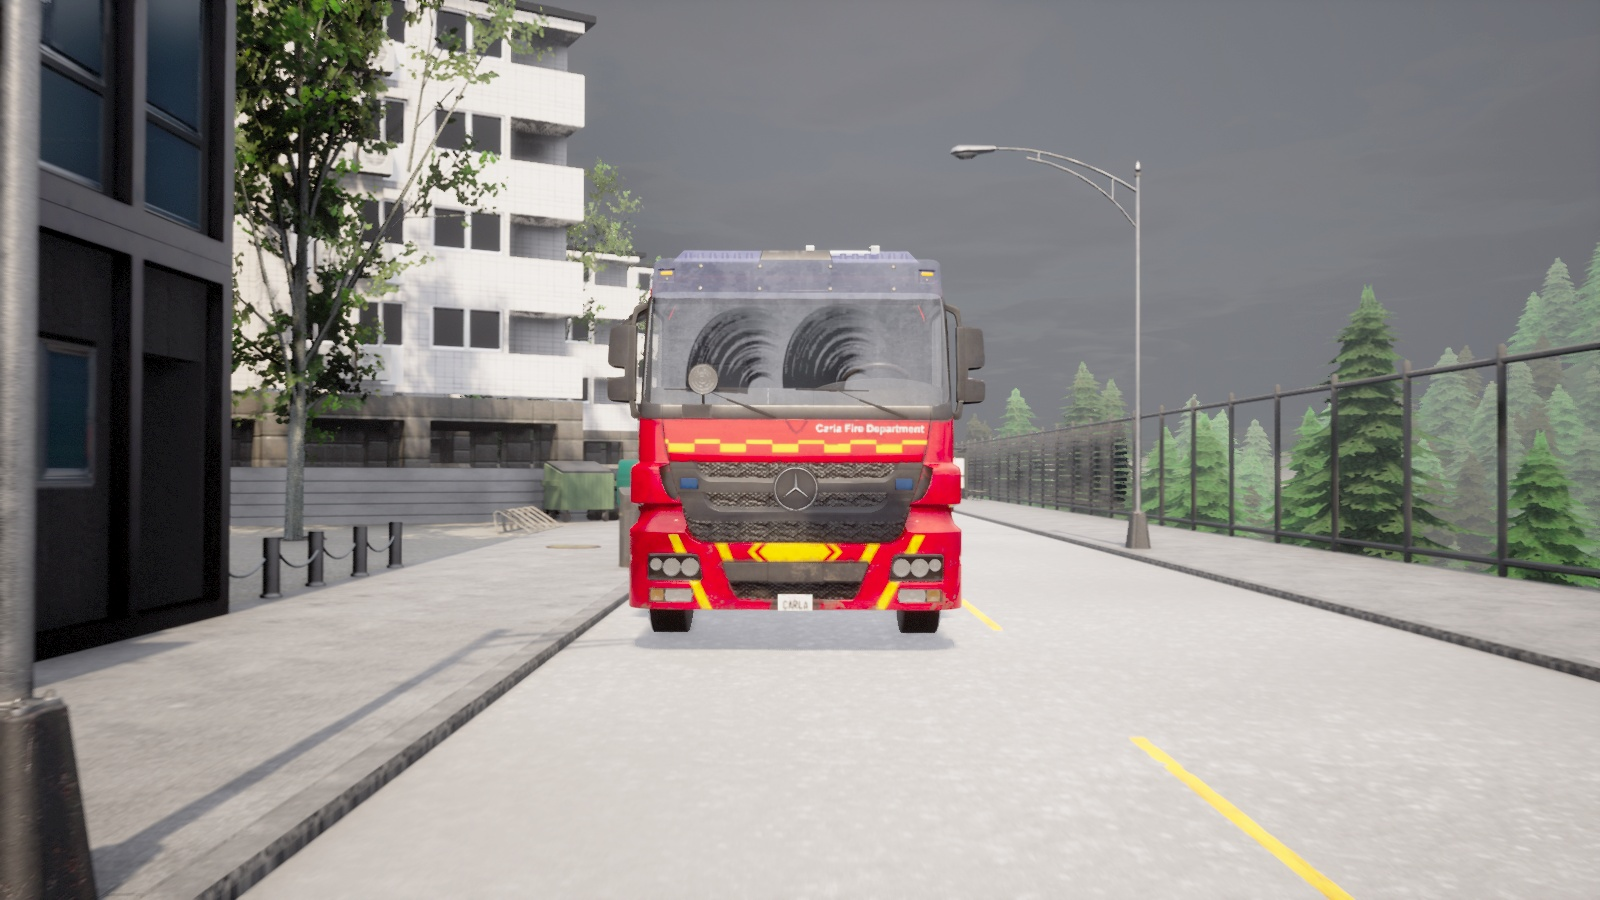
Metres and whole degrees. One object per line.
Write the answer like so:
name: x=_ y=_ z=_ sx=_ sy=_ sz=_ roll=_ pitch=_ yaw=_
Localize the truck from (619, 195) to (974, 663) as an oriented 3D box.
truck: x=-0.042 y=-0.107 z=14.518 sx=2.891 sy=3.827 sz=8.468 roll=0 pitch=-1 yaw=0
